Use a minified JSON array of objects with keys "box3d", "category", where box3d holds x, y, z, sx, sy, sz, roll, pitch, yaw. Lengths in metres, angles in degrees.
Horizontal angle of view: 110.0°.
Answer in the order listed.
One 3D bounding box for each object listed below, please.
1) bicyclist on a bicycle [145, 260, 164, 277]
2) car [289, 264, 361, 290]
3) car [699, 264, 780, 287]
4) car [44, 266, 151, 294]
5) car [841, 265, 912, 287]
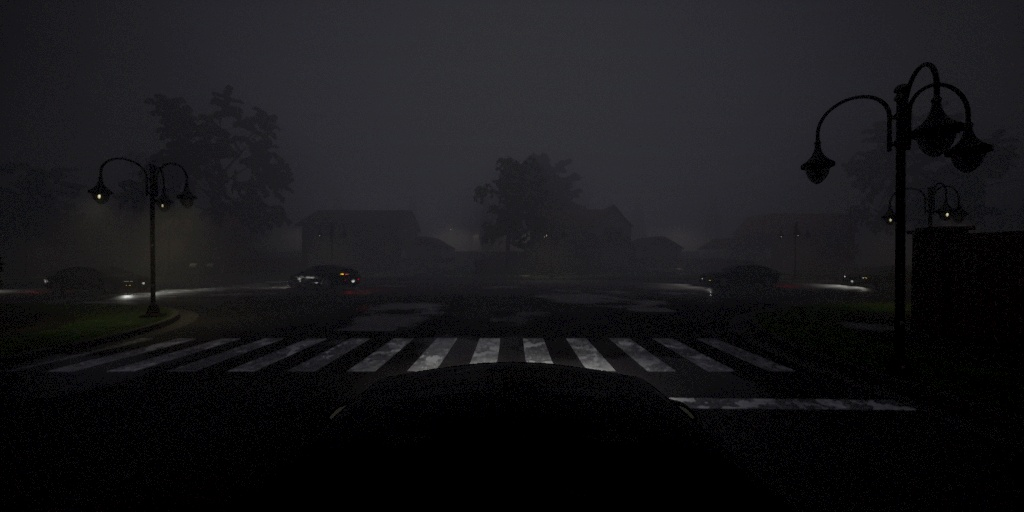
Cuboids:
[{"box3d":[-30.722,1.043,30.829,0.582,1.620,1.656,0,0,0],"category":"bicyclist on a bicycle"},{"box3d":[-11.802,1.281,22.534,4.892,1.490,1.837,-1,-1,23],"category":"car"},{"box3d":[15.235,1.285,24.136,4.892,1.490,1.837,0,0,0],"category":"car"},{"box3d":[-23.362,1.308,20.361,4.892,1.490,1.837,0,0,0],"category":"car"},{"box3d":[25.569,1.328,24.140,5.357,1.411,2.033,0,0,0],"category":"car"}]
